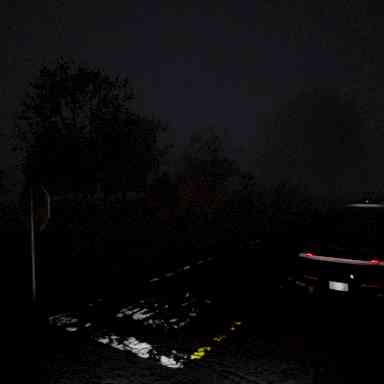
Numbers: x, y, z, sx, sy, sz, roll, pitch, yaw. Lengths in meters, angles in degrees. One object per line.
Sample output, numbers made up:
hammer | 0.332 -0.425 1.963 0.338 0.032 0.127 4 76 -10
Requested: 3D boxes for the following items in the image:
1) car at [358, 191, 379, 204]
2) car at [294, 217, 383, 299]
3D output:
car | 20.637 0.598 38.685 2.033 1.411 5.357 0 1 33
car | 3.799 1.329 7.655 2.128 1.511 4.902 0 1 33
